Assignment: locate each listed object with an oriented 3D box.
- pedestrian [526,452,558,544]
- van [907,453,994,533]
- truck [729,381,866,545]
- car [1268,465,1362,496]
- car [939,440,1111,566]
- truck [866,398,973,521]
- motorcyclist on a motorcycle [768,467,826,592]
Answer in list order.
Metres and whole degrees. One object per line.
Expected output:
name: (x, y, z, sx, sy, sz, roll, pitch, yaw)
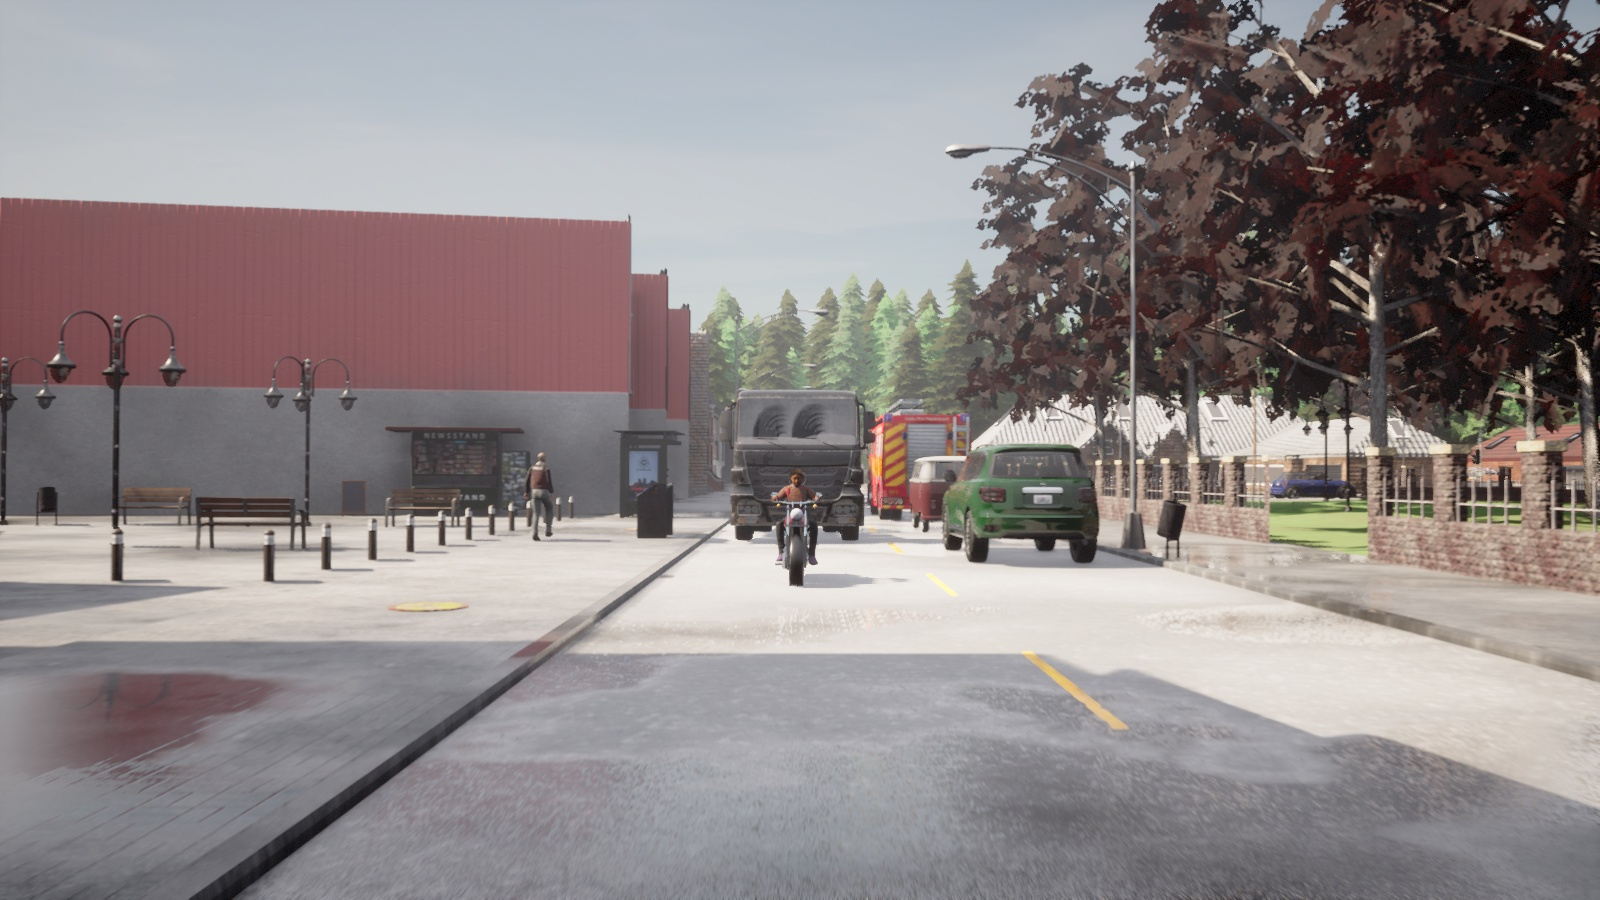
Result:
pedestrian: (-5.290, 0.977, 25.789, 0.376, 1.854, 0.720, 0, -1, 13)
van: (3.944, 1.115, 33.627, 1.775, 1.987, 4.442, 0, -1, 0)
truck: (-0.056, 0.344, 30.503, 2.891, 3.462, 7.936, 0, -1, 0)
car: (29.948, 1.777, 73.111, 4.553, 1.767, 2.097, 0, -1, -2)
car: (3.956, 0.905, 23.153, 2.150, 2.045, 5.566, 0, -1, 0)
truck: (3.931, 0.359, 43.272, 2.891, 3.827, 8.468, 0, -1, 0)
motorcyclist on a motorcycle: (-0.039, 1.063, 17.787, 0.766, 1.649, 2.350, 0, -1, 0)
